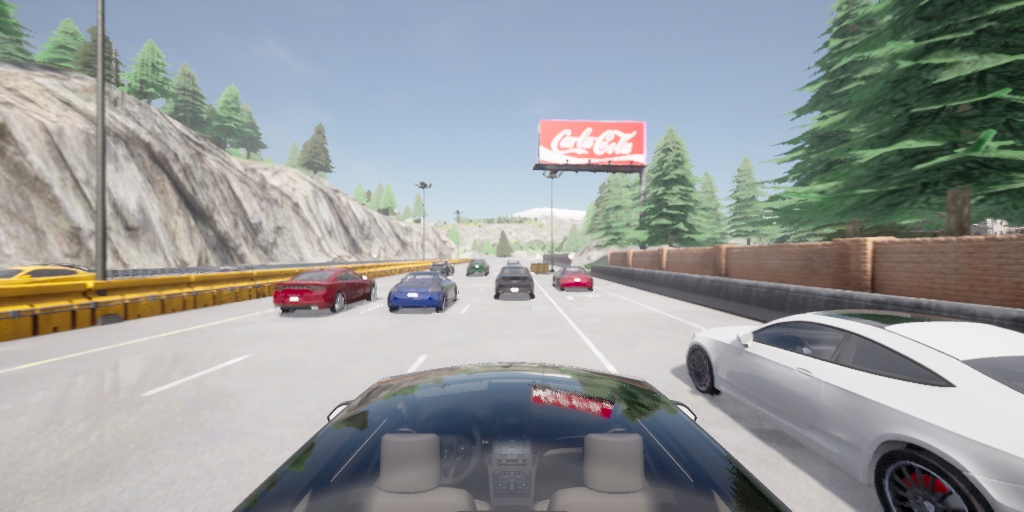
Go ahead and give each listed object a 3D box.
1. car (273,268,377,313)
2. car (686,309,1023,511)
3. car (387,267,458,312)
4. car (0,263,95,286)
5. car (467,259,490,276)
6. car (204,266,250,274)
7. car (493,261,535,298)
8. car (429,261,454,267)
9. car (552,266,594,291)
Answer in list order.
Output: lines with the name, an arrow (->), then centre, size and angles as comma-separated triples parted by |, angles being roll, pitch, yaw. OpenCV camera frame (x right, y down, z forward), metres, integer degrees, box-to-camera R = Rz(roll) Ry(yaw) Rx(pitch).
car -> -6.881, 1.201, 13.803 | 1.882, 1.535, 5.008 | 0, 0, 0
car -> 3.619, 1.277, 3.655 | 1.812, 1.442, 4.674 | 0, 0, 0
car -> -3.378, 1.291, 14.202 | 1.994, 1.385, 4.181 | 0, 0, 0
car -> -21.037, 1.182, 15.526 | 1.882, 1.535, 5.008 | 0, 0, 1
car -> -3.361, 1.042, 36.676 | 2.097, 1.767, 4.553 | 0, 0, 0
car -> -17.470, 1.312, 21.678 | 1.895, 1.301, 4.718 | 0, 0, 0
car -> 0.124, 1.230, 18.348 | 1.837, 1.490, 4.892 | 0, 1, 0
car -> -6.862, 1.181, 35.363 | 2.128, 1.511, 4.902 | 0, 0, 0
car -> 3.628, 1.285, 21.867 | 1.994, 1.385, 4.181 | 0, 0, 0
